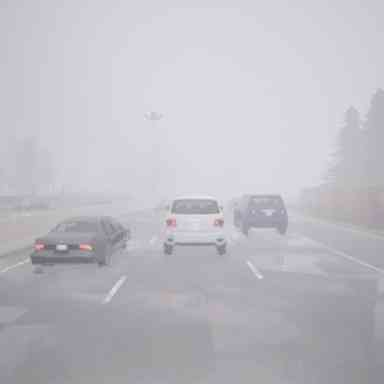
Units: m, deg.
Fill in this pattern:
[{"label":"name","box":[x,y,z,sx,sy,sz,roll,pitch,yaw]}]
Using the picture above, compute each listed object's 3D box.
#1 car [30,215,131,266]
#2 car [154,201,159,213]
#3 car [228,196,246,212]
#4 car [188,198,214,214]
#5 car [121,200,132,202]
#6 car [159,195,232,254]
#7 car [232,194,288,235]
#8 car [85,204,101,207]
[{"label":"car","box":[-3.397,1.480,11.190,2.033,1.411,5.357,0,0,0]},{"label":"car","box":[-2.515,1.346,34.051,2.033,1.411,5.357,0,0,7]},{"label":"car","box":[5.060,1.286,37.033,1.837,1.490,4.892,0,0,9]},{"label":"car","box":[1.025,1.345,34.135,2.033,1.411,5.357,0,0,8]},{"label":"car","box":[-8.297,1.312,42.566,1.994,1.385,4.181,0,0,12]},{"label":"car","box":[0.105,1.142,13.308,2.150,2.045,5.566,0,0,0]},{"label":"car","box":[3.606,1.112,18.287,2.150,2.045,5.566,0,0,0]},{"label":"car","box":[-11.911,1.274,42.408,1.812,1.442,4.674,0,0,12]}]
